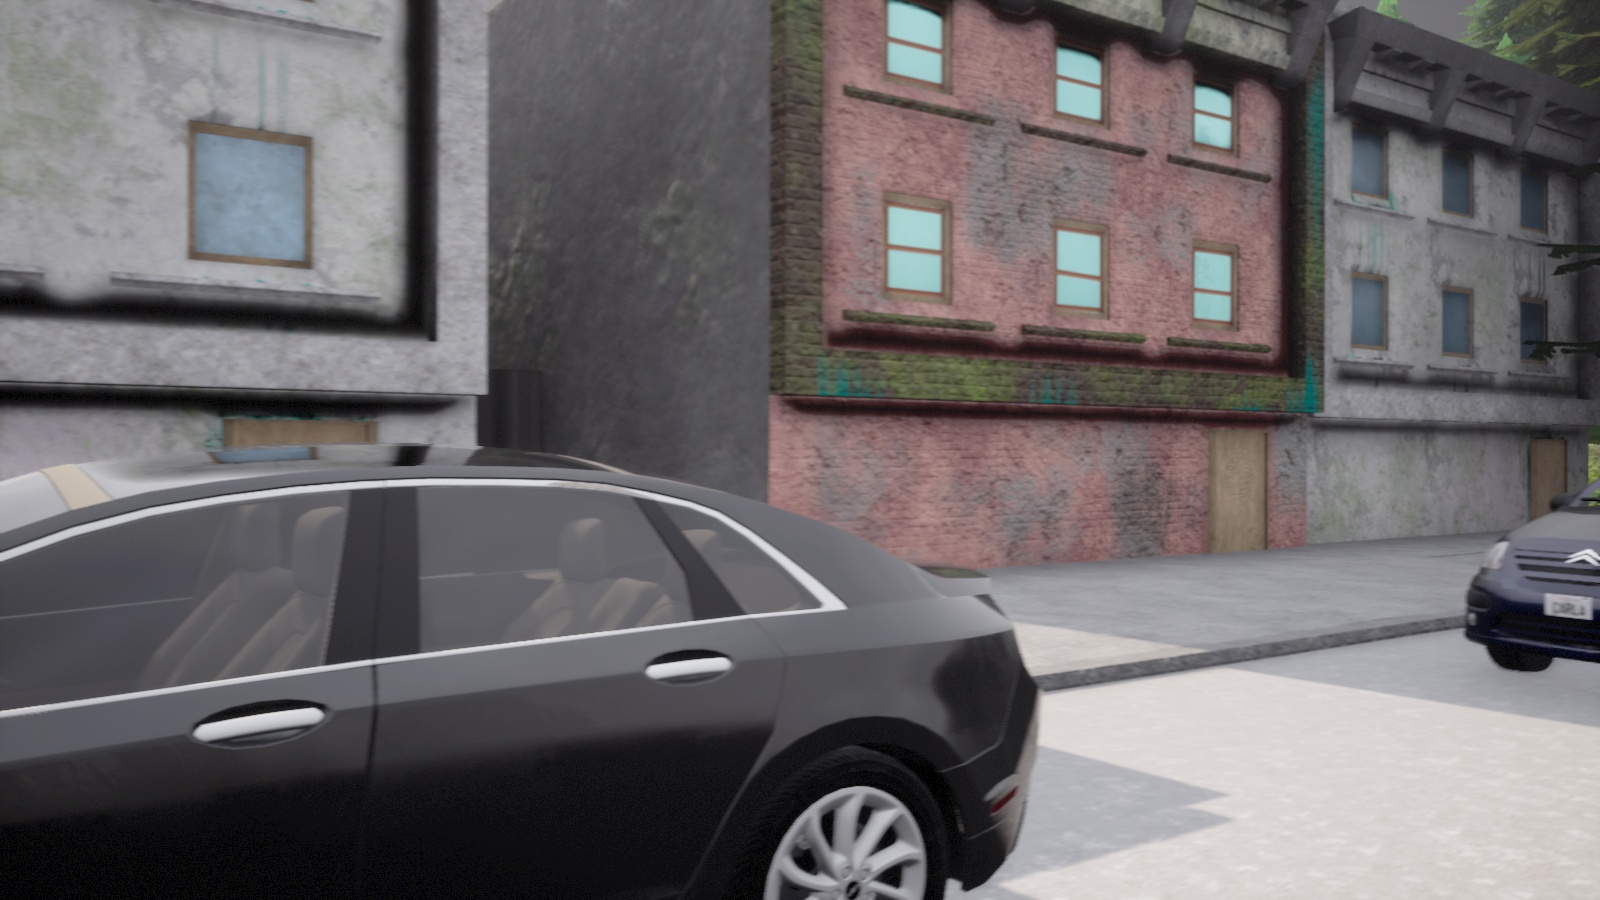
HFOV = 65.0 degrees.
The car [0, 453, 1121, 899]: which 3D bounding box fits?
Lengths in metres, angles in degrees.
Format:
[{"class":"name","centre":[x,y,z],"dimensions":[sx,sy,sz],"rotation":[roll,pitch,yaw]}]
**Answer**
[{"class":"car","centre":[-1.552,0.761,3.195],"dimensions":[4.892,1.490,1.837],"rotation":[0,0,-35]}]

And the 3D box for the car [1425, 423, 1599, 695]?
[{"class":"car","centre":[6.417,0.651,8.625],"dimensions":[3.988,1.617,1.851],"rotation":[0,0,-29]}]
